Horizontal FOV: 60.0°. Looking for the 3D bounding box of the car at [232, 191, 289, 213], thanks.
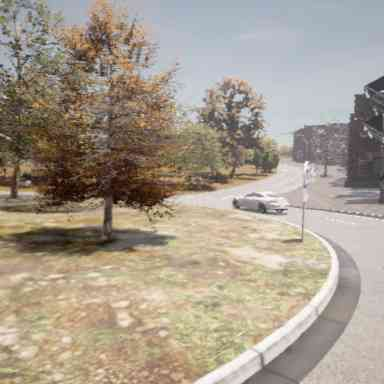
[{"bbox_3d":[4.824,0.663,23.838,1.812,1.442,4.674,1,3,-30],"label":"car"}]
